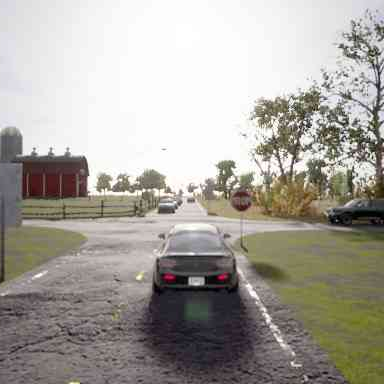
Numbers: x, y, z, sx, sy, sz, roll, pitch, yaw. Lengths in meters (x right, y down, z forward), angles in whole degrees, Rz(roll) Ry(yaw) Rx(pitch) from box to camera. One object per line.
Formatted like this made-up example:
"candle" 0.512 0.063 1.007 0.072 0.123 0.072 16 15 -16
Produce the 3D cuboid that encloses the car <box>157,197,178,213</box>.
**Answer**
"car" -2.909 1.590 38.335 1.837 1.490 4.892 0 0 -1

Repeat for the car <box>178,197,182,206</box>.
"car" -2.968 1.661 48.122 2.033 1.411 5.357 0 0 0

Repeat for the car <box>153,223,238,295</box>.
"car" 0.072 1.542 8.670 1.812 1.442 4.674 0 0 0

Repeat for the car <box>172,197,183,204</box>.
"car" -2.937 1.741 68.076 1.994 1.385 4.181 0 0 0

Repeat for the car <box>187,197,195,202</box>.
"car" -0.212 1.773 80.390 1.994 1.385 4.181 0 0 0

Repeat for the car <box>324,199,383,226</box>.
"car" 13.210 1.513 25.732 5.566 2.045 2.150 1 -1 -1
